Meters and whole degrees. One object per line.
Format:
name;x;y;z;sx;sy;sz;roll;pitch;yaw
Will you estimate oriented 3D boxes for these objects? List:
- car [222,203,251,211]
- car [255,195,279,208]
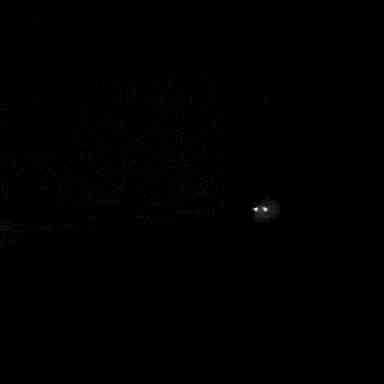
car;5.199;1.547;38.550;1.994;1.385;4.181;0;-1;35
car;12.406;1.490;54.681;2.150;2.045;5.566;0;-1;35
